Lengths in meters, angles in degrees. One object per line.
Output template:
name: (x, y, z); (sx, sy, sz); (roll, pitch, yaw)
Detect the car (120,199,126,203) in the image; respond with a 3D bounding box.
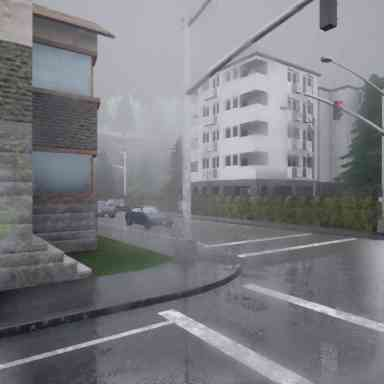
car: (-8.780, 1.530, 37.600); (2.097, 1.767, 4.553); (0, 0, -35)

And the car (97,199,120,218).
car: (-8.911, 1.530, 31.449); (2.097, 1.767, 4.553); (0, 0, -35)

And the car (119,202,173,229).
car: (-3.129, 1.703, 23.315); (1.812, 1.442, 4.674); (0, 0, -36)
